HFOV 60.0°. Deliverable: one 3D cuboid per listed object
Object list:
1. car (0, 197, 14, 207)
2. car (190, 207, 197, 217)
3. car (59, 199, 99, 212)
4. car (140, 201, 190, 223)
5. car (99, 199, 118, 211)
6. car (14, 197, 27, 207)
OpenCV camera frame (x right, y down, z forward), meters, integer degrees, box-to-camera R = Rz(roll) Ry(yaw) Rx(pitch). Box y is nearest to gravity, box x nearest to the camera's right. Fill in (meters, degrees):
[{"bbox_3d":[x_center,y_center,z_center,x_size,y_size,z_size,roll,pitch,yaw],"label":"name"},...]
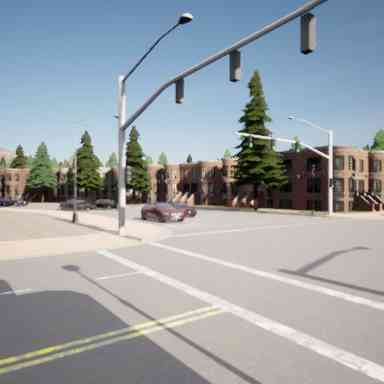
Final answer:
[{"bbox_3d":[-28.621,1.512,47.739,4.718,1.301,1.895,0,0,16],"label":"car"},{"bbox_3d":[-1.403,1.557,30.184,1.994,1.385,4.181,0,0,-37],"label":"car"},{"bbox_3d":[-13.756,1.542,39.480,5.357,1.411,2.033,0,0,41],"label":"car"},{"bbox_3d":[-2.395,1.520,25.666,1.812,1.442,4.674,0,0,-35],"label":"car"},{"bbox_3d":[-10.482,1.594,41.125,4.718,1.301,1.895,0,0,42],"label":"car"},{"bbox_3d":[-27.662,1.501,51.105,4.902,1.511,2.128,0,0,16],"label":"car"}]
